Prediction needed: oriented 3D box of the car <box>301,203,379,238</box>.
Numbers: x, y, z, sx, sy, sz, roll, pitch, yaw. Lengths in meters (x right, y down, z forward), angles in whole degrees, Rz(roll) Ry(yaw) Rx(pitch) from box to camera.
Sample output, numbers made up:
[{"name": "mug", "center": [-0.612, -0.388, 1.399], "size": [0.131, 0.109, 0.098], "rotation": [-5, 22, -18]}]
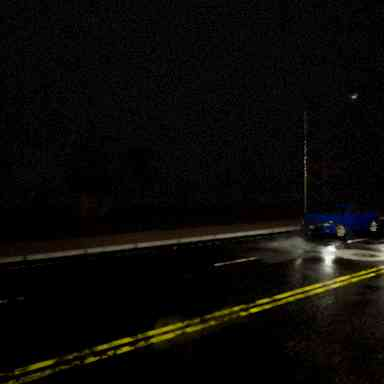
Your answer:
[{"name": "car", "center": [7.695, 1.374, 17.164], "size": [5.008, 1.535, 1.882], "rotation": [0, 0, -36]}]
